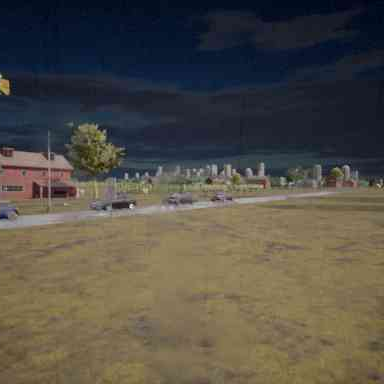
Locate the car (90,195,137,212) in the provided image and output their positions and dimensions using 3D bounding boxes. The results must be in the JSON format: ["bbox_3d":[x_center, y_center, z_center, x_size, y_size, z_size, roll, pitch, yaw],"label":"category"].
[{"bbox_3d":[-7.424,1.038,31.752,1.837,1.490,4.892,1,2,36],"label":"car"}]

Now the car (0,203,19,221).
[{"bbox_3d":[-13.972,1.328,22.363,1.994,1.385,4.181,1,2,32],"label":"car"}]

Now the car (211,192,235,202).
[{"bbox_3d":[4.493,0.678,48.158,1.994,1.385,4.181,1,2,36],"label":"car"}]

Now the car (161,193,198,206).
[{"bbox_3d":[-1.337,0.868,40.153,2.033,1.411,5.357,1,2,36],"label":"car"}]
